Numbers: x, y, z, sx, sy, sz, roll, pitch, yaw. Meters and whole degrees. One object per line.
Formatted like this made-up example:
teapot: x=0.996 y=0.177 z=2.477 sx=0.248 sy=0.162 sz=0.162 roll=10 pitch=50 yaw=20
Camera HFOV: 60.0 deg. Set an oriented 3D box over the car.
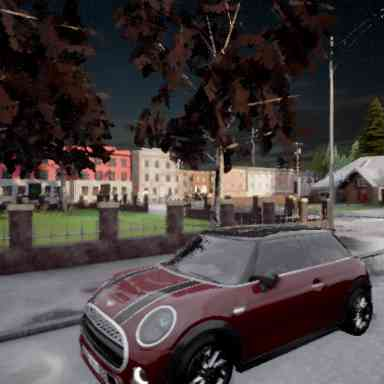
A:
car: x=0.720 y=1.343 z=5.076 sx=4.553 sy=1.767 sz=2.097 roll=0 pitch=0 yaw=-35
